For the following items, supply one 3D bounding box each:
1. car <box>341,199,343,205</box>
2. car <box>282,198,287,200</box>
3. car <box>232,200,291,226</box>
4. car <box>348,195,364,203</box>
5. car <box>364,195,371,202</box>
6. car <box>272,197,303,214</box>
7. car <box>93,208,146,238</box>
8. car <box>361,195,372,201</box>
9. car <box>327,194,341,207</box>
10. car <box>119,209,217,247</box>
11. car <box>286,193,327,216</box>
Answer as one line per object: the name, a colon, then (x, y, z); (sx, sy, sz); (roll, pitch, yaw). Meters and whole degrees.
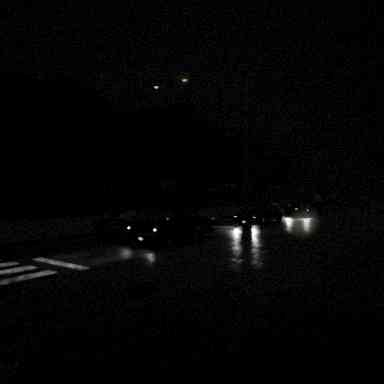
car: (23.247, 1.501, 53.823); (1.947, 1.339, 4.313); (0, 0, 35)
car: (6.913, 1.525, 30.591); (1.802, 1.307, 4.206); (0, 0, 35)
car: (4.819, 1.496, 23.199); (2.033, 1.411, 5.357); (0, 0, 35)
car: (33.046, 1.510, 67.761); (1.947, 1.339, 4.313); (0, 0, 35)
car: (39.481, 1.487, 76.915); (1.752, 1.417, 4.829); (0, 0, 35)
car: (10.179, 1.381, 35.238); (1.967, 1.590, 4.097); (0, 0, 35)
car: (-2.886, 1.520, 16.653); (2.008, 1.369, 4.403); (0, 0, 35)
car: (42.845, 1.520, 81.700); (1.887, 1.381, 4.507); (0, 0, 35)
car: (19.979, 1.251, 49.176); (2.192, 1.841, 5.009); (0, 0, 35)
car: (-0.807, 1.567, 15.204); (1.895, 1.301, 4.718); (0, 0, 35)
car: (10.887, 1.160, 31.815); (2.150, 2.045, 5.566); (0, 0, 35)
